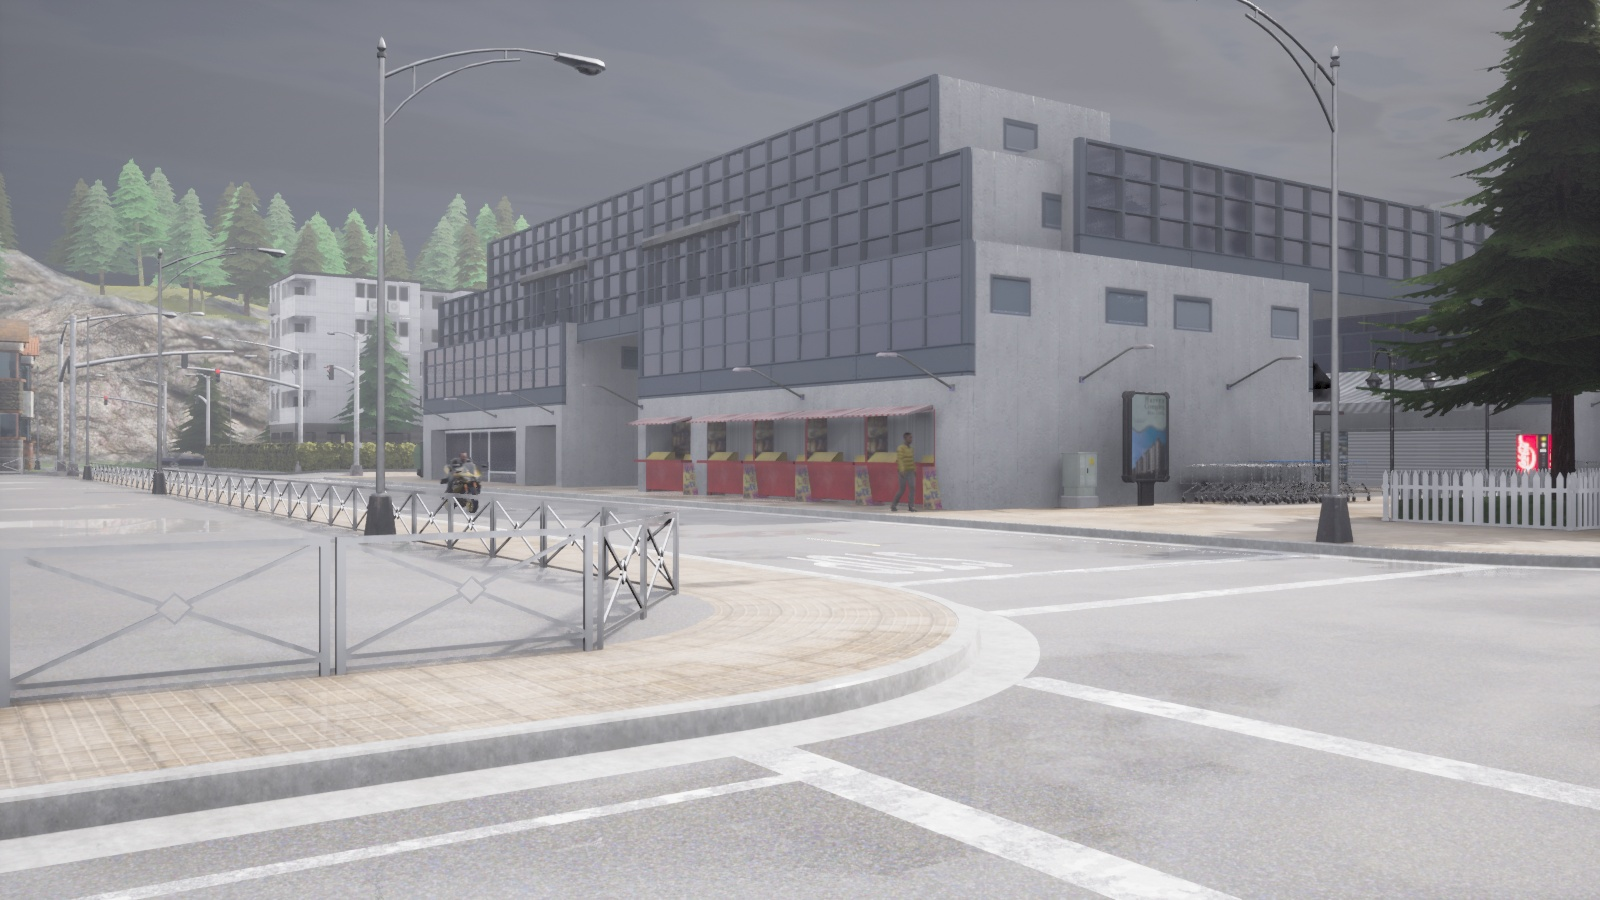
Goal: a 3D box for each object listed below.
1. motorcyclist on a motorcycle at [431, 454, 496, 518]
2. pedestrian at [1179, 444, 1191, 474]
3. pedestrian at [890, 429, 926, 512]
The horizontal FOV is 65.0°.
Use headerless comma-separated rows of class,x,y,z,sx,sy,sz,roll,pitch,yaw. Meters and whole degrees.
motorcyclist on a motorcycle,-8.321,0.858,31.014,0.866,1.530,2.191,0,0,-34
pedestrian,23.453,0.528,76.542,0.345,1.836,0.594,0,0,-36
pedestrian,2.411,0.454,28.061,0.431,1.840,0.709,0,0,-37
